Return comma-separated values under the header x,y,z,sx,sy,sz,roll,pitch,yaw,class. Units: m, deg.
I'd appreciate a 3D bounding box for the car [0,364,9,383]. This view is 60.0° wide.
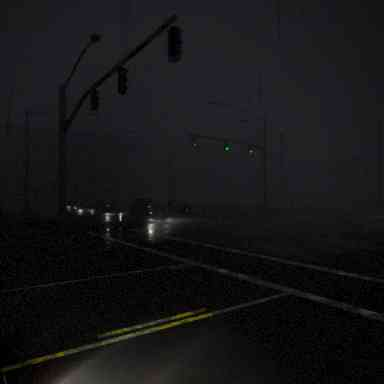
x,y,z,sx,sy,sz,roll,pitch,yaw,class
-3.632,1.547,1.216,5.357,1.411,2.033,0,0,-35,car

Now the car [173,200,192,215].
x,y,z,sx,sy,sz,roll,pitch,yaw,class
-1.790,1.526,33.666,1.812,1.442,4.674,0,0,-36,car

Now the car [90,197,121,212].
x,y,z,sx,sy,sz,roll,pitch,yaw,class
-9.818,1.526,38.474,1.812,1.442,4.674,0,0,-36,car

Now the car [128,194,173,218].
x,y,z,sx,sy,sz,roll,pitch,yaw,class
-4.036,1.352,30.468,2.097,1.767,4.553,0,0,-36,car

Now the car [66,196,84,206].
x,y,z,sx,sy,sz,roll,pitch,yaw,class
-19.597,1.492,56.043,2.128,1.511,4.902,0,0,-10,car

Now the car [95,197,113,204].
x,y,z,sx,sy,sz,roll,pitch,yaw,class
-16.498,1.601,62.457,1.895,1.301,4.718,0,0,2,car

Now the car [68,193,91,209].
x,y,z,sx,sy,sz,roll,pitch,yaw,class
-15.559,1.221,46.656,2.150,2.045,5.566,0,0,-33,car
